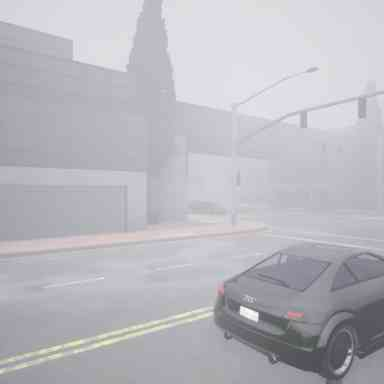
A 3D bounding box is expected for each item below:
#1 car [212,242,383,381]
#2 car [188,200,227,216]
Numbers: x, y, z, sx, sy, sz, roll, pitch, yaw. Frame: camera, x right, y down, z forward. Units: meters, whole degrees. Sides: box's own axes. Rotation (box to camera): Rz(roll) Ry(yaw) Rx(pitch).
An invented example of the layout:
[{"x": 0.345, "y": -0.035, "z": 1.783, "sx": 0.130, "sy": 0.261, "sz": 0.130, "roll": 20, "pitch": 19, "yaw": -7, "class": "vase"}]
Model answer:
[{"x": 2.380, "y": 1.564, "z": 5.531, "sx": 4.181, "sy": 1.385, "sz": 1.994, "roll": 0, "pitch": 0, "yaw": -36, "class": "car"}, {"x": 1.399, "y": 1.572, "z": 32.604, "sx": 1.837, "sy": 1.490, "sz": 4.892, "roll": 0, "pitch": 1, "yaw": -37, "class": "car"}]
